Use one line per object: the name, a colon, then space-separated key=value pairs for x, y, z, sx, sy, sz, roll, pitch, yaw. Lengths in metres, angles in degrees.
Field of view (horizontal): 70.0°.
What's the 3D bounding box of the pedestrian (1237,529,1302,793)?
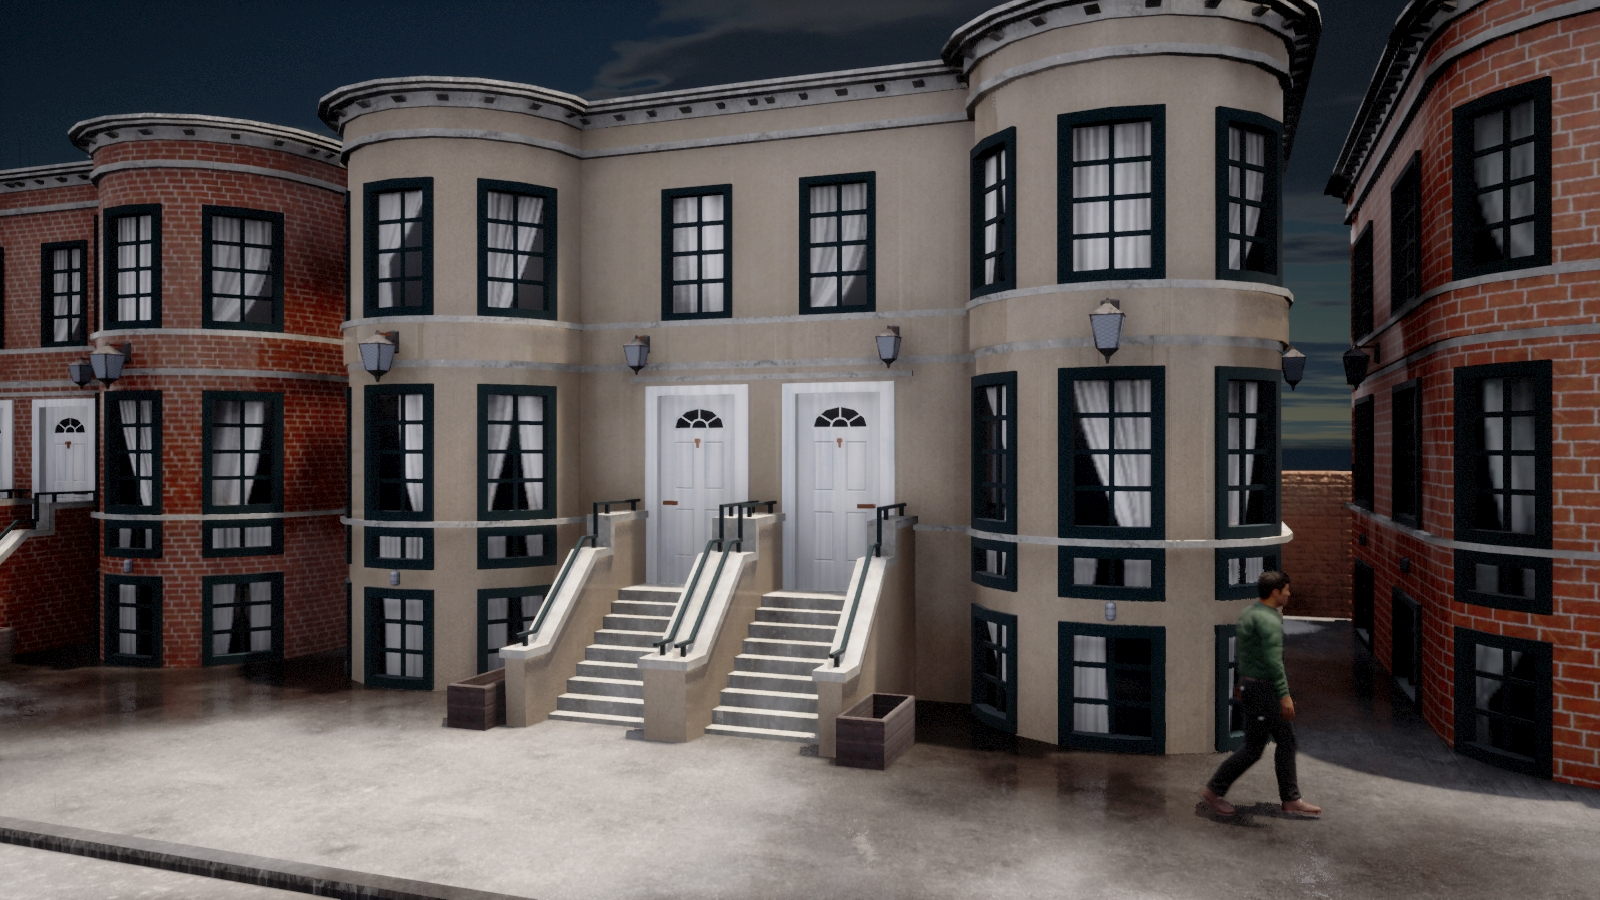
pedestrian: x=3.446 y=1.525 z=8.403 sx=0.375 sy=1.860 sz=0.375 roll=0 pitch=0 yaw=12
